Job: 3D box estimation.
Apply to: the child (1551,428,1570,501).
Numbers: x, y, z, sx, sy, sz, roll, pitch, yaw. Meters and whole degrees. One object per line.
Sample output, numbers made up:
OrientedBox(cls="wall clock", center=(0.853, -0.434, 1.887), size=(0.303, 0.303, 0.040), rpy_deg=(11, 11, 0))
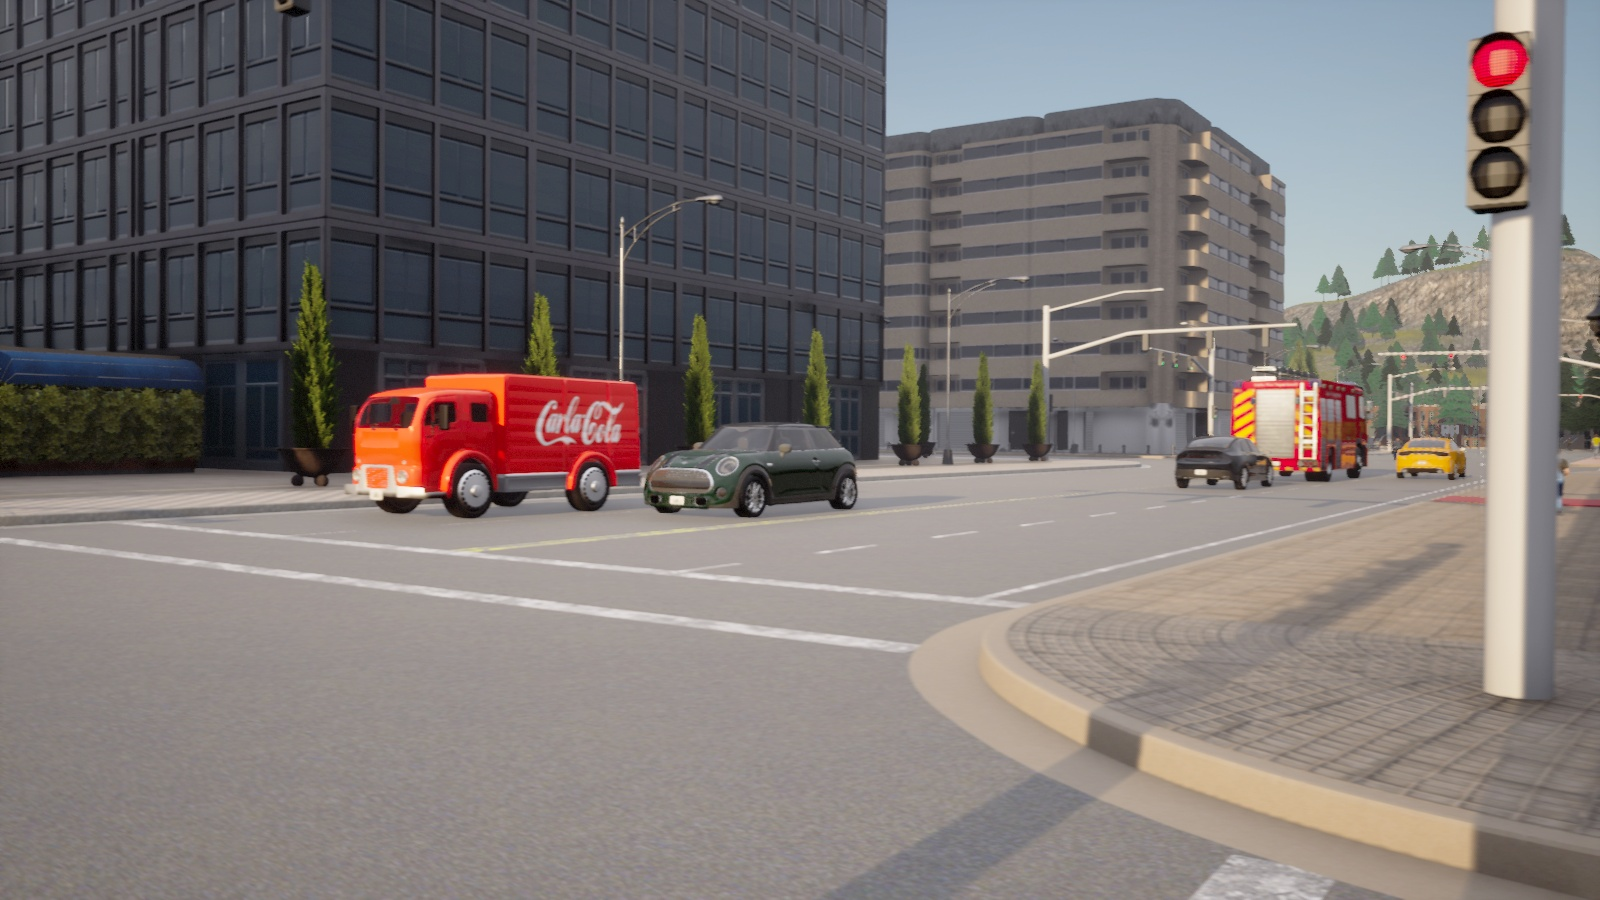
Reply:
OrientedBox(cls="child", center=(13.281, 0.250, 21.924), size=(0.270, 1.263, 0.437), rpy_deg=(0, 1, 32))

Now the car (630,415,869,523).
OrientedBox(cls="car", center=(-0.802, 0.283, 23.112), size=(2.097, 1.767, 4.553), rpy_deg=(0, 1, 34))

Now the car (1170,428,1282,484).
OrientedBox(cls="car", center=(12.387, 0.129, 36.303), size=(1.837, 1.490, 4.892), rpy_deg=(0, 1, 34))

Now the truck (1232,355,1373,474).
OrientedBox(cls="truck", center=(17.996, -1.205, 44.563), size=(2.891, 3.827, 8.468), rpy_deg=(0, 1, 34))

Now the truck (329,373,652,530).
OrientedBox(cls="truck", center=(-5.384, -0.015, 22.594), size=(2.627, 2.467, 5.204), rpy_deg=(0, 1, 34))

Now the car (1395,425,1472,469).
OrientedBox(cls="car", center=(23.385, -0.134, 46.268), size=(1.882, 1.535, 5.008), rpy_deg=(0, 1, 34))
